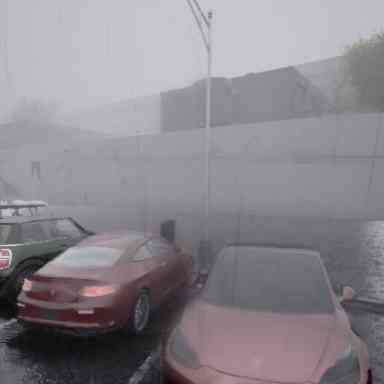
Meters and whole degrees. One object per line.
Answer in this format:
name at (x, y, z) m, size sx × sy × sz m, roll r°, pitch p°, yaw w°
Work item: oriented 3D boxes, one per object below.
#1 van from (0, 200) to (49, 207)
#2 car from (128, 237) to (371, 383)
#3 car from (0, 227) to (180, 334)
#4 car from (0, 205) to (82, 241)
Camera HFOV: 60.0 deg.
van at (-6.132, 1.245, 10.309) m, size 1.878 × 1.987 × 4.442 m, roll 0°, pitch -1°, yaw 15°
car at (1.136, 1.515, 4.956) m, size 2.163 × 1.488 × 4.792 m, roll 1°, pitch -1°, yaw 15°
car at (-1.309, 1.520, 6.726) m, size 2.002 × 1.452 × 4.674 m, roll 0°, pitch -1°, yaw 15°
car at (-3.742, 1.349, 8.433) m, size 2.185 × 1.767 × 4.553 m, roll 0°, pitch -1°, yaw 15°
